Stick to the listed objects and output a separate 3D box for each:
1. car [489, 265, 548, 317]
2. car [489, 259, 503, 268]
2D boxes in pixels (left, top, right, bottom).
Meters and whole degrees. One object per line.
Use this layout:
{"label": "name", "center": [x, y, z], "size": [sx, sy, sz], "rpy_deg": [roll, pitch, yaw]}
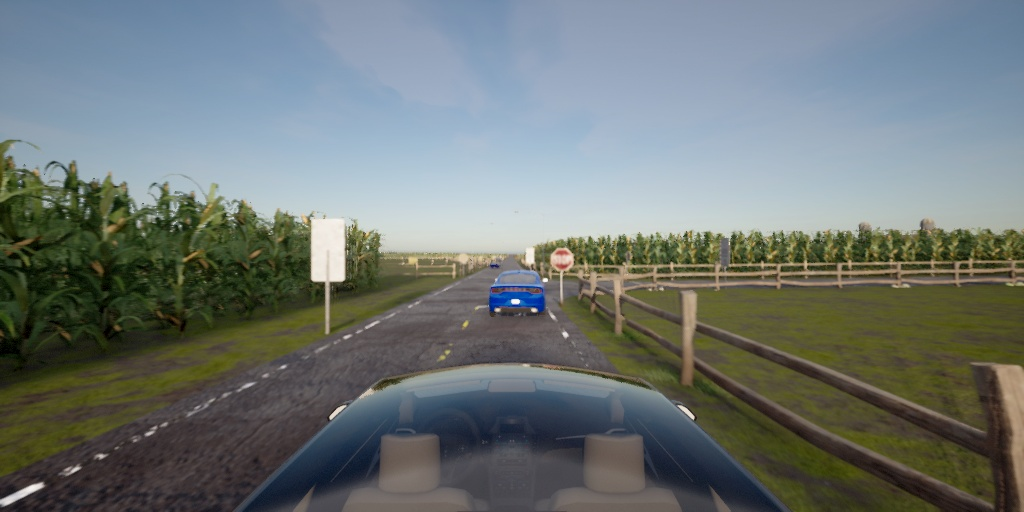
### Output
{"label": "car", "center": [0.322, 1.273, 13.574], "size": [1.882, 1.535, 5.008], "rpy_deg": [0, 0, 5]}
{"label": "car", "center": [-2.798, 1.546, 59.501], "size": [1.895, 1.301, 4.718], "rpy_deg": [0, 0, 1]}
